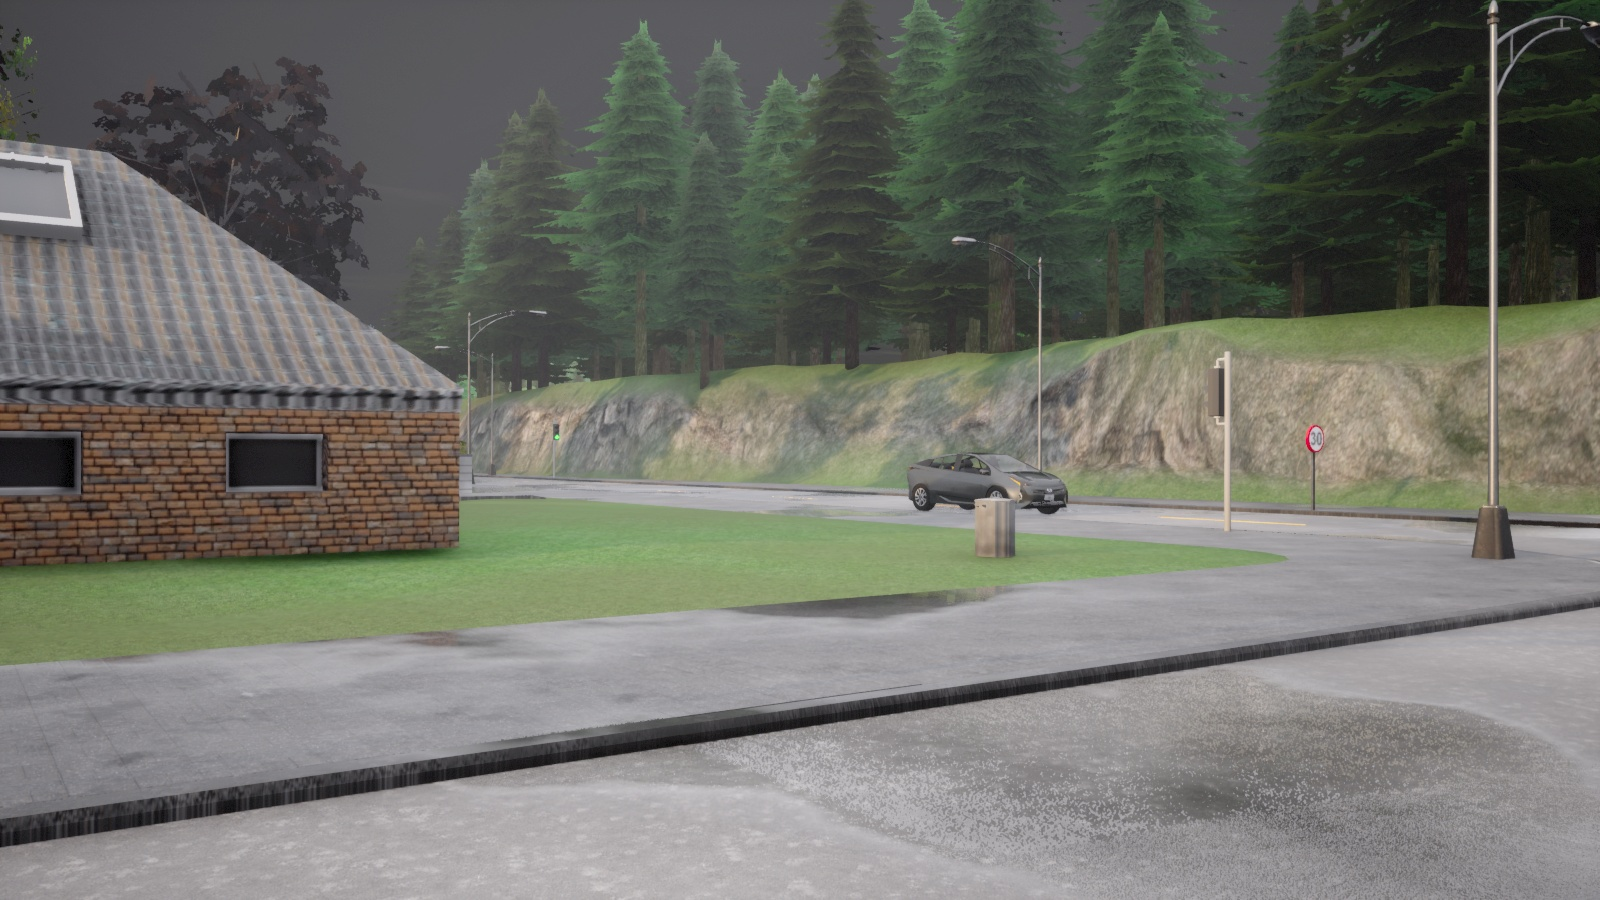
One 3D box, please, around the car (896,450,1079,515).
[{"bbox_3d":[4.616,0.759,31.520,2.007,1.525,4.514,0,0,-35],"label":"car"}]
